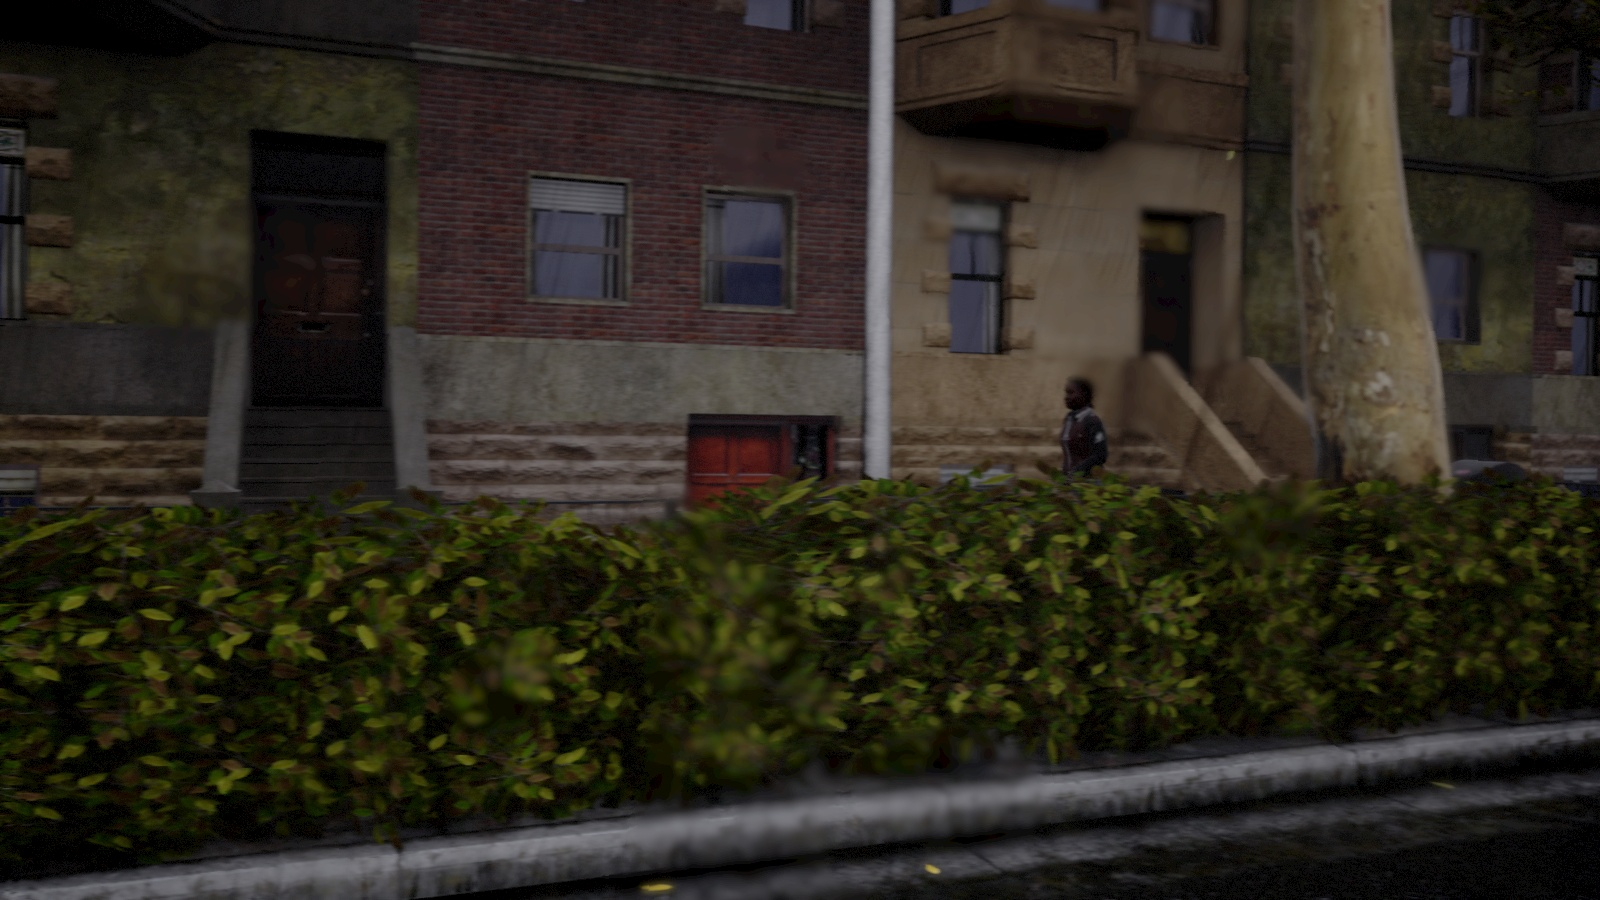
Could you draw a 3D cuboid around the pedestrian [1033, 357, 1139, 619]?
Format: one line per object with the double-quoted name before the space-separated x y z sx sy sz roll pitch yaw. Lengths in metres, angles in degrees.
"pedestrian" 2.177 0.275 9.579 0.666 1.930 0.402 -1 1 -22
